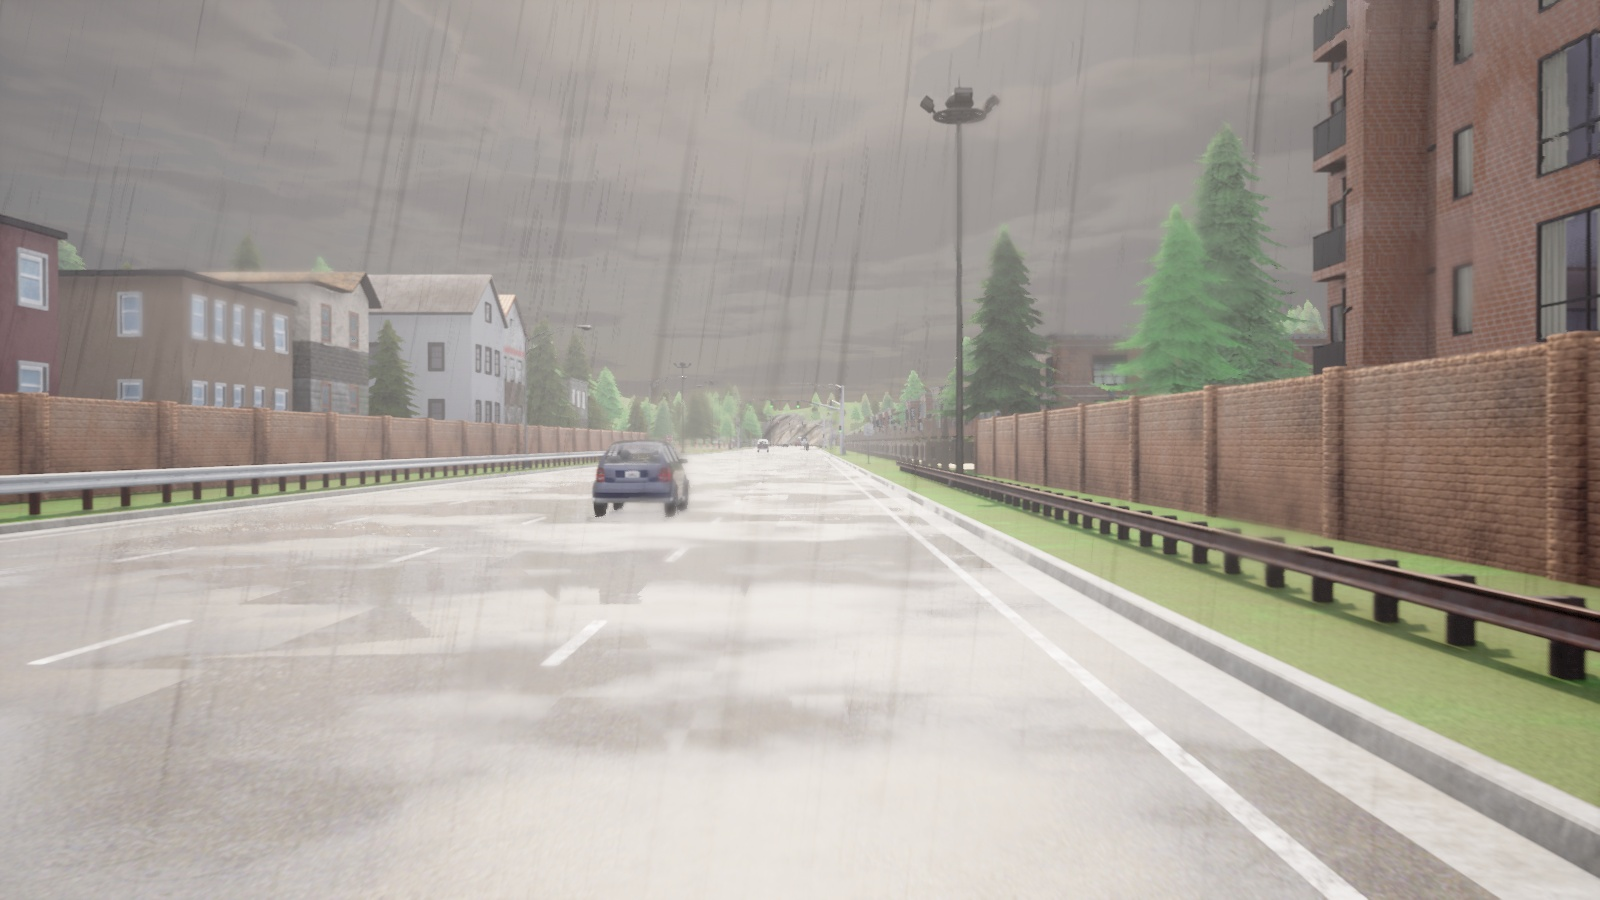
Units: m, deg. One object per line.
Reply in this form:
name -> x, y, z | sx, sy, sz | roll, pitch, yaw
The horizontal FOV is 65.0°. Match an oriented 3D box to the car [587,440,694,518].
car -> -3.332, 0.571, 26.852 | 1.789, 1.549, 3.705 | 0, 0, 0
